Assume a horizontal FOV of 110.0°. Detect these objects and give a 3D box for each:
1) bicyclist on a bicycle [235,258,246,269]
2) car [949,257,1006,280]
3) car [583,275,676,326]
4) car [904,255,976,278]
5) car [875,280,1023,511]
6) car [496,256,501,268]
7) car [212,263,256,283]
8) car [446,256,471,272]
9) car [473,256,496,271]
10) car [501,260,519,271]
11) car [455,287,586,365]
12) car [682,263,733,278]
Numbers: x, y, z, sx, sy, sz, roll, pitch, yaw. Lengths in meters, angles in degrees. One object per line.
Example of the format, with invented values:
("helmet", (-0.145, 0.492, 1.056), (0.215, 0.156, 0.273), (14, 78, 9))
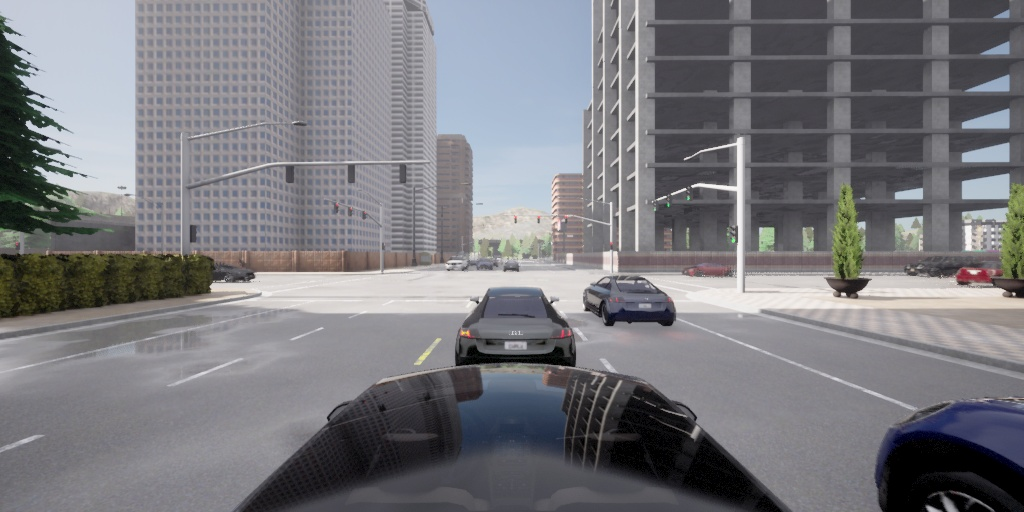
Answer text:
("bicyclist on a bicycle", (-29.393, 1.050, 38.866), (0.582, 1.620, 1.656), (0, 0, 0))
("car", (31.735, 1.102, 22.994), (4.553, 1.767, 2.097), (0, 0, 0))
("car", (3.576, 1.314, 11.646), (1.994, 1.385, 4.181), (0, 0, 0))
("car", (40.347, 0.971, 33.627), (5.566, 2.045, 2.150), (0, 0, 1))
("car", (3.600, 1.103, 0.589), (2.097, 1.767, 4.553), (0, 0, 0))
("car", (-3.510, 1.101, 62.978), (2.097, 1.767, 4.553), (0, 0, 1))
("car", (-21.971, 1.254, 26.845), (4.892, 1.490, 1.837), (0, 0, 0))
("car", (-7.265, 0.970, 47.659), (2.150, 2.045, 5.566), (0, 0, 1))
("car", (-3.731, 1.102, 50.025), (2.097, 1.767, 4.553), (0, 0, 1))
("car", (-0.053, 1.314, 48.682), (1.994, 1.385, 4.181), (0, 0, 1))
("car", (0.058, 1.314, 7.385), (1.994, 1.385, 4.181), (0, 0, 0))
("car", (18.362, 1.314, 33.778), (4.181, 1.385, 1.994), (0, 0, 0))
